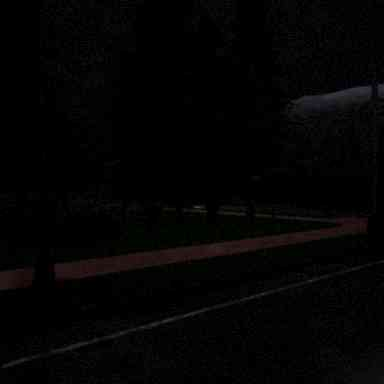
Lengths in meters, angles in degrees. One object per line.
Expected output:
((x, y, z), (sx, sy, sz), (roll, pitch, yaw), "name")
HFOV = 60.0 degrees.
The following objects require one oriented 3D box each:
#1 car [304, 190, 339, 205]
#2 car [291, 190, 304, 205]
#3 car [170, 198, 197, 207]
((16.755, 0.682, 42.237), (4.605, 1.855, 1.932), (-1, 1, -37), "car")
((14.937, 0.690, 44.017), (3.866, 1.878, 1.905), (-1, 1, -37), "car")
((-1.532, 1.221, 45.121), (2.033, 1.411, 5.357), (-1, 1, -37), "car")
